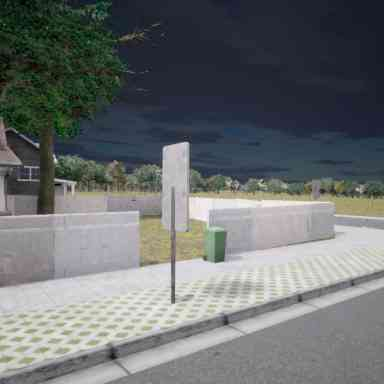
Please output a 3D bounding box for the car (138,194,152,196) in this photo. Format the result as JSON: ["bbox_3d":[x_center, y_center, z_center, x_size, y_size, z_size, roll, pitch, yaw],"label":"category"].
[{"bbox_3d":[-7.073,0.997,49.169,2.033,1.411,5.357,1,0,-35],"label":"car"}]

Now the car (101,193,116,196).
[{"bbox_3d":[-15.109,0.828,60.288,1.994,1.385,4.181,1,0,-35],"label":"car"}]
